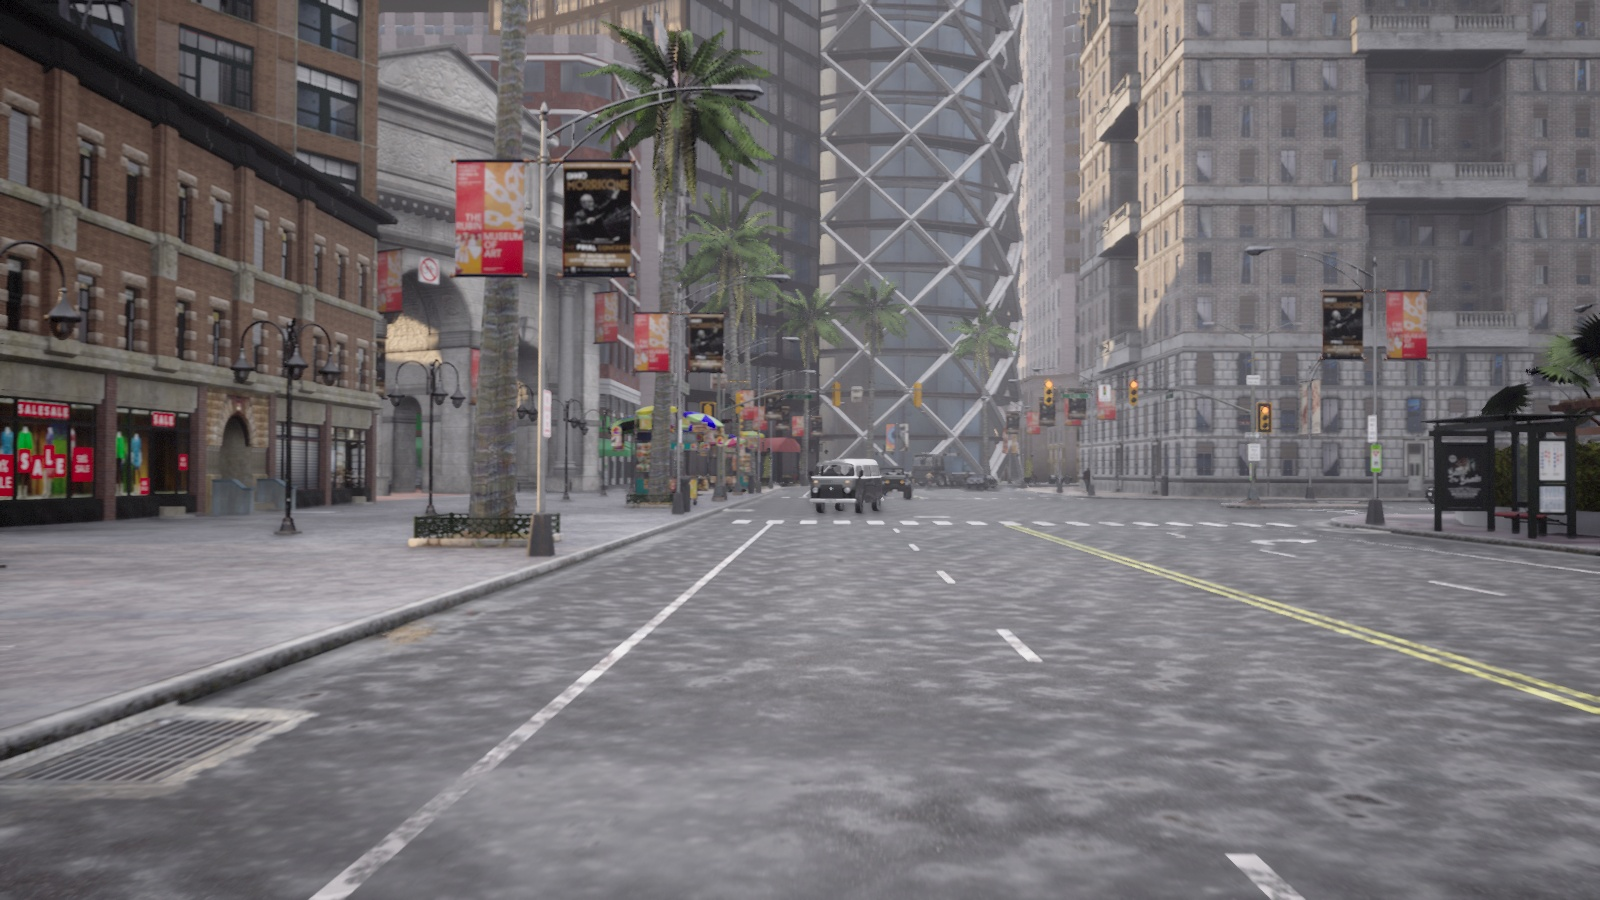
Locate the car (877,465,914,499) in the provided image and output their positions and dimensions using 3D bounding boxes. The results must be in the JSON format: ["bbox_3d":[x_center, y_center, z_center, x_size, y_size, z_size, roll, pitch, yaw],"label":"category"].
[{"bbox_3d":[5.409,1.793,71.744,1.905,1.878,3.866,0,-1,1],"label":"car"}]

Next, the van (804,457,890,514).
[{"bbox_3d":[1.837,1.323,47.250,2.069,2.038,4.480,-1,-1,18],"label":"van"}]
